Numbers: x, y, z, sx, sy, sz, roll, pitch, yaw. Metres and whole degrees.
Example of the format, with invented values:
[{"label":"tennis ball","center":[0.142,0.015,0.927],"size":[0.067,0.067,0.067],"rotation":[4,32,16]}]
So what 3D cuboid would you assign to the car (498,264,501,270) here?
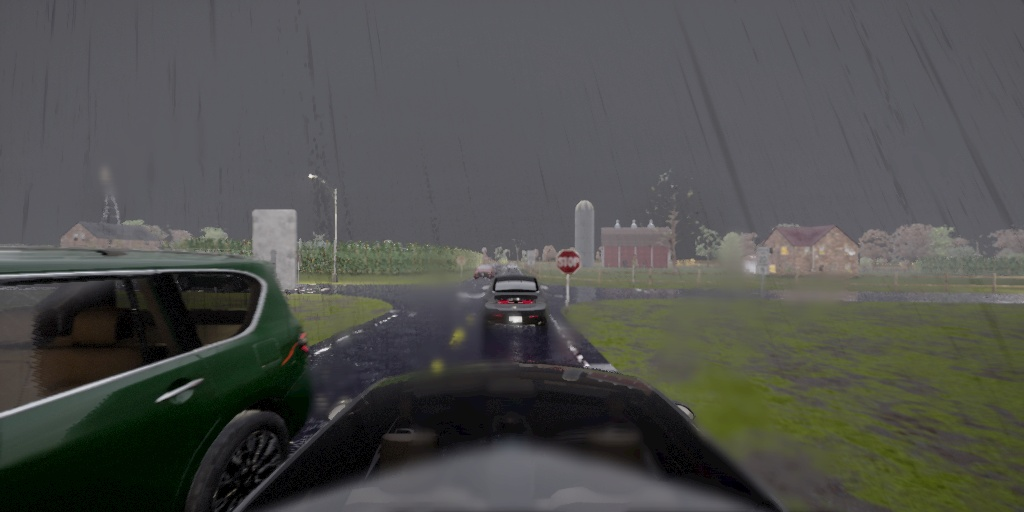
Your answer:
[{"label":"car","center":[-2.845,1.763,48.142],"size":[2.128,1.511,4.902],"rotation":[0,-1,0]}]

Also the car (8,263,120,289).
[{"label":"car","center":[-26.705,1.173,21.480],"size":[4.181,1.385,1.994],"rotation":[1,0,0]}]

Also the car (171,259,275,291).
[{"label":"car","center":[-17.180,1.102,21.510],"size":[4.553,1.767,2.097],"rotation":[1,0,0]}]

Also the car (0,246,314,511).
[{"label":"car","center":[-2.852,0.963,0.950],"size":[2.150,2.045,5.566],"rotation":[0,-1,0]}]

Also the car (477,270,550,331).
[{"label":"car","center":[0.099,1.357,11.351],"size":[1.837,1.490,4.892],"rotation":[0,-1,0]}]

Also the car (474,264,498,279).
[{"label":"car","center":[-2.868,1.632,38.106],"size":[1.882,1.535,5.008],"rotation":[0,-1,1]}]
